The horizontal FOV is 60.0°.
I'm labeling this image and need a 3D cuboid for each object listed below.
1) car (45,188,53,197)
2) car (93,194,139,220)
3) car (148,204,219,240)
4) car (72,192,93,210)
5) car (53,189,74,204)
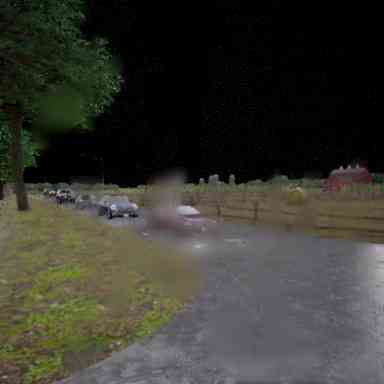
[{"bbox_3d":[-35.815,0.480,85.678,1.882,1.535,5.008,-1,1,-29],"label":"car"},{"bbox_3d":[-5.608,1.001,24.858,2.097,1.767,4.553,-1,1,-29],"label":"car"},{"bbox_3d":[-0.611,1.306,15.975,1.812,1.442,4.674,-2,1,-31],"label":"car"},{"bbox_3d":[-10.753,1.032,34.237,1.837,1.490,4.892,-1,1,-28],"label":"car"},{"bbox_3d":[-18.074,0.596,47.706,2.150,2.045,5.566,-1,1,-29],"label":"car"}]
